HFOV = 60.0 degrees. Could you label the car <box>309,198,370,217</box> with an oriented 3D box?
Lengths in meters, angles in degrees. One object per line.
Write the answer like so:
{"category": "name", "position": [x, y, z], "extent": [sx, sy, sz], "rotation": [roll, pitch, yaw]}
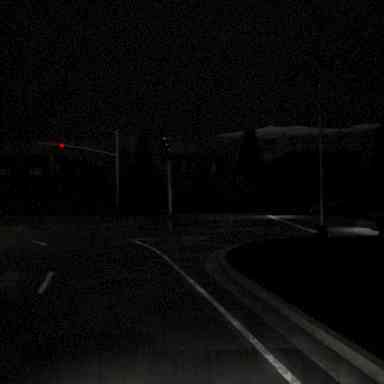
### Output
{"category": "car", "position": [12.618, 1.306, 28.521], "extent": [4.902, 1.511, 2.128], "rotation": [-1, 0, -1]}

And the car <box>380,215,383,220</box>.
{"category": "car", "position": [12.699, 1.356, 18.023], "extent": [4.674, 1.442, 1.812], "rotation": [-1, 0, -1]}
